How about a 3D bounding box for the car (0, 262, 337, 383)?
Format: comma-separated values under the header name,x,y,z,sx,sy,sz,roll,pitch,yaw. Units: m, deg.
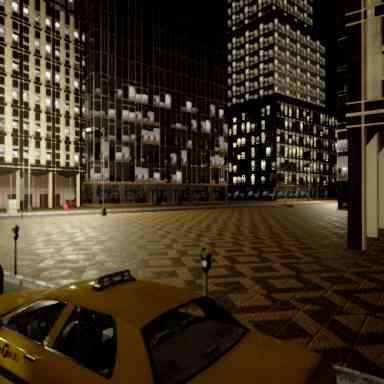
name,x,y,z,sx,sy,sz,roll,pitch,yaw
car,-1.017,1.523,3.599,4.829,1.417,1.752,0,0,35
